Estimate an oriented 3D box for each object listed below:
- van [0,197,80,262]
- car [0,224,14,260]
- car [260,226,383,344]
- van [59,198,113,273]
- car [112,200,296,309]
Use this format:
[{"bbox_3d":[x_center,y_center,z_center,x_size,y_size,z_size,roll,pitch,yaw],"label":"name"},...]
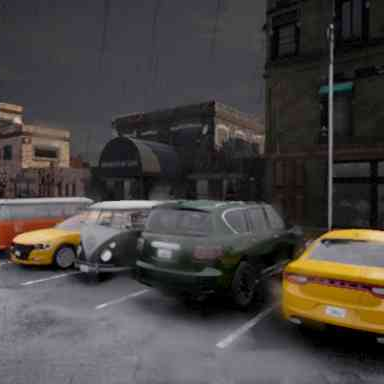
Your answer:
[{"bbox_3d":[-5.630,1.224,13.110,1.878,1.987,4.442,0,0,35],"label":"van"},{"bbox_3d":[-6.866,1.522,8.279,5.357,1.411,2.033,0,0,36],"label":"car"},{"bbox_3d":[3.383,1.478,6.535,2.097,1.535,5.008,0,0,35],"label":"car"},{"bbox_3d":[-1.274,1.239,9.718,1.878,1.987,4.442,0,0,35],"label":"van"},{"bbox_3d":[1.056,1.221,8.235,2.435,2.045,5.566,0,0,35],"label":"car"}]
